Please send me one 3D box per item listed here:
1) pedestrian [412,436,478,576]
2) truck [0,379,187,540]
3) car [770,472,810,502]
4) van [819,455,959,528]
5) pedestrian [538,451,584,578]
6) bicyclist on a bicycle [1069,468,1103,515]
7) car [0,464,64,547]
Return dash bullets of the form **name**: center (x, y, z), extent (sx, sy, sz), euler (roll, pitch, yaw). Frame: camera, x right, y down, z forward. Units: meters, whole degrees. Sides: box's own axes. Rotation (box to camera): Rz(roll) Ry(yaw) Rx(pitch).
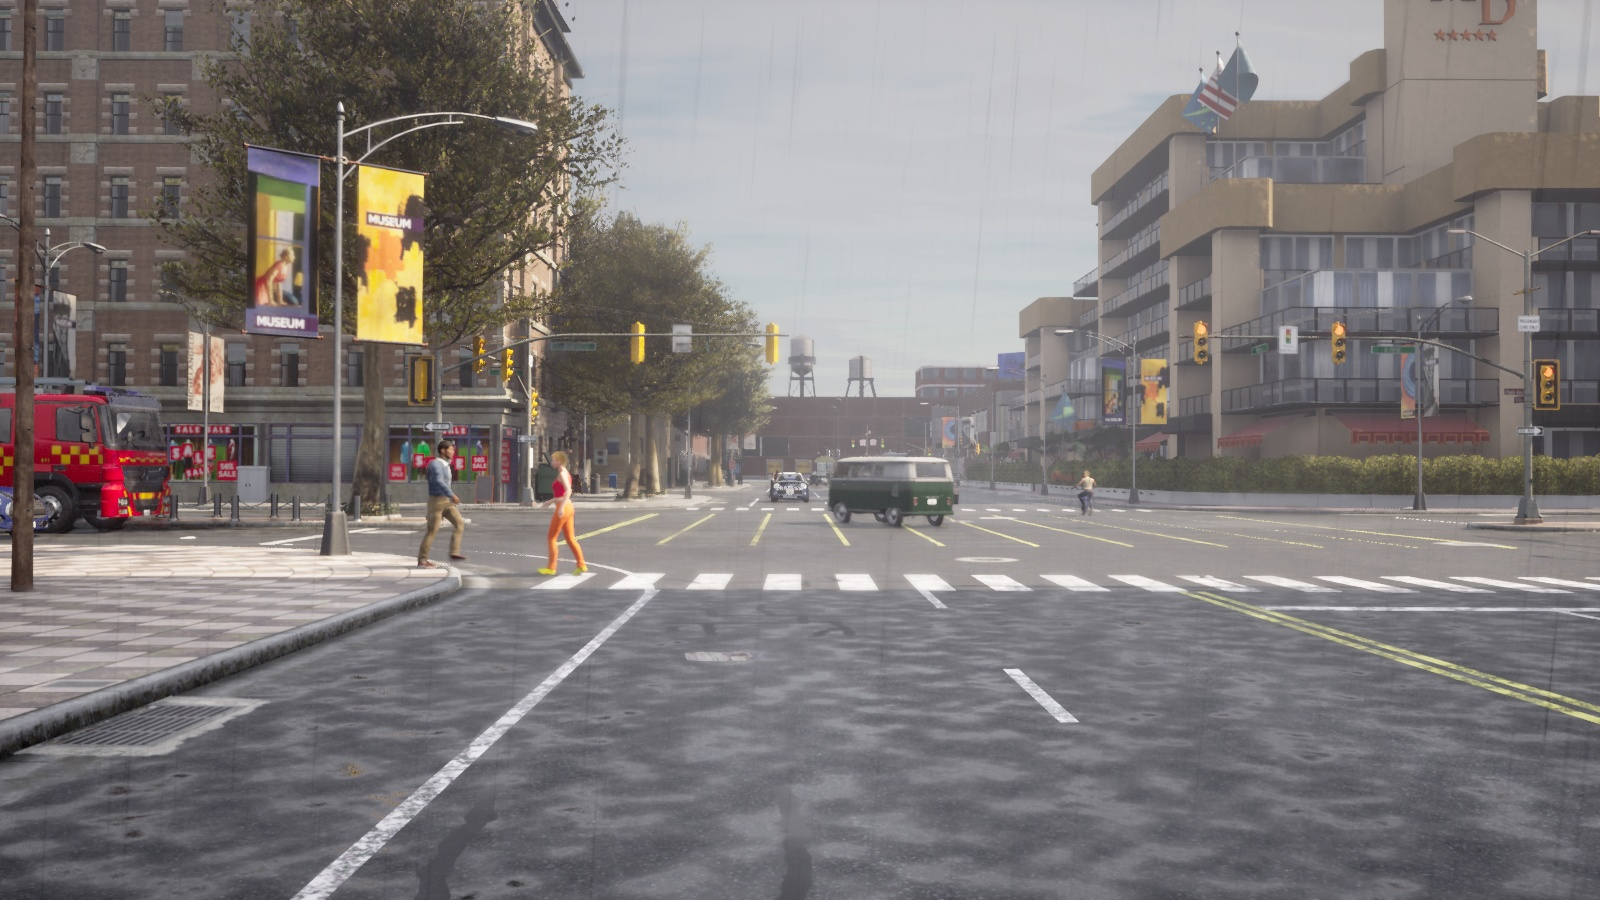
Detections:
- **pedestrian**: center (-4.997, 0.785, 17.703), extent (0.788, 1.949, 0.423), euler (0, -1, 6)
- **truck**: center (-20.230, 0.255, 31.284), extent (8.468, 3.827, 2.891), euler (0, -1, 0)
- **car**: center (-0.490, 1.848, 63.659), extent (1.970, 1.475, 3.806), euler (0, -1, 0)
- **van**: center (2.515, 1.170, 36.591), extent (1.775, 1.987, 4.442), euler (1, -1, -33)
- **pedestrian**: center (-3.512, 0.942, 18.455), extent (0.594, 1.836, 0.345), euler (0, -1, 7)
- **bicyclist on a bicycle**: center (10.153, 1.458, 44.597), extent (0.866, 1.612, 1.509), euler (0, -1, 0)
- **car**: center (-19.190, 1.215, 27.790), extent (4.553, 1.767, 2.097), euler (0, -1, 1)
